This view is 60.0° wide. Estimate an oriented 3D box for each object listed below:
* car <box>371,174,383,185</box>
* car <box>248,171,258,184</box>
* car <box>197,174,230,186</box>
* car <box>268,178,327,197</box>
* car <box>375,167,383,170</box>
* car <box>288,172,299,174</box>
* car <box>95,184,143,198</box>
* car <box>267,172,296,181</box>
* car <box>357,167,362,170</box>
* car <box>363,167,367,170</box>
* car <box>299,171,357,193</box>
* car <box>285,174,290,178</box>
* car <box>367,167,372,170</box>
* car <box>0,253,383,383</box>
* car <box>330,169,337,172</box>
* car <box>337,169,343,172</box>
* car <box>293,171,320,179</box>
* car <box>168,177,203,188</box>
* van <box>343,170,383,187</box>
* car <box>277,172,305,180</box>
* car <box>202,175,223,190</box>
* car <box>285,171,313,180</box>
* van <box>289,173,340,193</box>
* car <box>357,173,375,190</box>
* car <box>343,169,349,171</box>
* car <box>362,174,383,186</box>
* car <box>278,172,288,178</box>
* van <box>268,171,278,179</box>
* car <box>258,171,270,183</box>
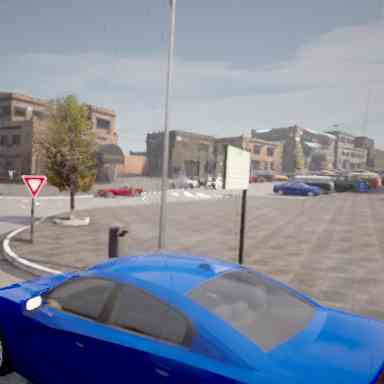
[{"bbox_3d":[29.810,-1.859,50.117,4.792,1.488,2.163,3,7,31],"label":"car"},{"bbox_3d":[7.793,-2.255,54.565,4.553,1.767,2.185,2,6,29],"label":"car"},{"bbox_3d":[3.317,-1.866,50.741,4.553,1.767,2.185,2,6,29],"label":"car"},{"bbox_3d":[11.078,-0.344,35.138,5.008,1.535,2.097,4,7,31],"label":"car"},{"bbox_3d":[32.141,-2.334,51.992,5.566,2.045,2.435,3,7,30],"label":"car"},{"bbox_3d":[18.522,-2.249,55.438,4.674,1.442,1.812,-5,7,-39],"label":"car"},{"bbox_3d":[-7.621,-0.114,34.727,4.718,1.301,1.895,-3,6,-40],"label":"car"},{"bbox_3d":[16.708,-2.907,62.207,5.008,1.535,2.097,2,5,30],"label":"car"},{"bbox_3d":[36.886,-4.600,79.171,5.008,1.535,2.097,2,5,30],"label":"car"},{"bbox_3d":[39.124,-4.766,81.057,5.008,1.535,2.097,2,5,30],"label":"car"},{"bbox_3d":[15.732,-0.980,38.852,5.566,2.045,2.435,4,7,31],"label":"car"},{"bbox_3d":[15.131,-1.223,44.283,1.837,1.490,4.892,-4,6,-28],"label":"car"},{"bbox_3d":[41.219,-4.938,83.023,5.366,1.575,1.946,2,5,30],"label":"car"},{"bbox_3d":[-0.553,1.471,3.809,5.008,1.535,1.882,1,0,36],"label":"car"},{"bbox_3d":[27.908,-3.869,71.644,5.008,1.535,2.097,2,6,30],"label":"car"},{"bbox_3d":[30.169,-4.183,73.504,4.553,1.767,2.185,2,5,30],"label":"car"},{"bbox_3d":[23.427,-3.483,67.872,4.892,1.521,2.231,2,6,30],"label":"car"},{"bbox_3d":[-1.179,-1.312,46.945,4.674,1.452,2.002,2,5,29],"label":"car"},{"bbox_3d":[22.884,-1.526,44.394,4.442,1.987,1.878,4,7,31],"label":"van"},{"bbox_3d":[18.975,-3.069,64.082,4.792,1.488,2.163,2,5,30],"label":"car"},{"bbox_3d":[4.098,-1.132,44.657,4.674,1.442,1.812,-5,7,-39],"label":"car"},{"bbox_3d":[21.181,-3.292,65.993,5.008,1.535,2.097,2,5,30],"label":"car"},{"bbox_3d":[13.521,-0.755,36.919,4.442,1.987,1.878,4,7,31],"label":"van"},{"bbox_3d":[20.416,-1.241,42.607,4.553,1.767,2.185,4,7,31],"label":"car"},{"bbox_3d":[32.392,-4.206,75.425,4.674,1.452,2.002,2,5,30],"label":"car"},{"bbox_3d":[27.460,-1.693,48.227,4.892,1.521,2.231,3,7,31],"label":"car"},{"bbox_3d":[14.641,-2.711,60.213,5.366,1.575,1.946,2,5,30],"label":"car"},{"bbox_3d":[12.139,-2.747,58.447,4.442,1.987,1.878,2,6,30],"label":"van"},{"bbox_3d":[10.006,-2.326,56.510,5.008,1.535,2.097,2,5,29],"label":"car"}]
